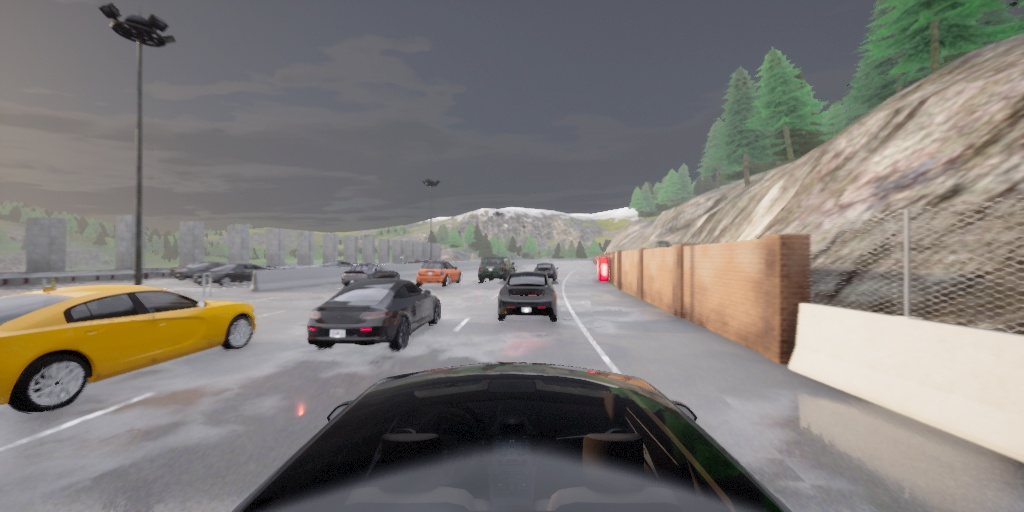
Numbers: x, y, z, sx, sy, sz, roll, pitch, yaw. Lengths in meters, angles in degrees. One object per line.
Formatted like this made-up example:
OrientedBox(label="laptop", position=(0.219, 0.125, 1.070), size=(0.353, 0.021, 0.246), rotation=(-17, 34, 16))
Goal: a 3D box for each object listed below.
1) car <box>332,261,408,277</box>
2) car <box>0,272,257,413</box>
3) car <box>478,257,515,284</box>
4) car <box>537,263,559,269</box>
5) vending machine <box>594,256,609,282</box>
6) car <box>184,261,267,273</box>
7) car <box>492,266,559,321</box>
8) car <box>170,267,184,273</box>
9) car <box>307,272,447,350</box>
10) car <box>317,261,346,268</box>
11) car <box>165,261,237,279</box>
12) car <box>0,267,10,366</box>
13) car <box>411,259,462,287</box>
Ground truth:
OrientedBox(label="car", position=(-8.917, 1.290, 23.055), size=(2.128, 1.511, 4.902), rotation=(0, 0, 7))
OrientedBox(label="car", position=(-6.758, 1.222, 6.078), size=(1.882, 1.535, 5.008), rotation=(0, 0, 1))
OrientedBox(label="car", position=(-1.109, 1.064, 28.264), size=(2.150, 2.045, 5.566), rotation=(0, 0, 9))
OrientedBox(label="car", position=(2.956, 1.369, 31.088), size=(1.837, 1.490, 4.892), rotation=(0, 0, 10))
OrientedBox(label="vending machine", position=(7.740, 1.070, 30.397), size=(1.100, 2.100, 0.880), rotation=(0, 0, 11))
OrientedBox(label="car", position=(-19.455, 1.280, 25.087), size=(1.837, 1.490, 4.892), rotation=(0, -1, 8))
OrientedBox(label="car", position=(0.586, 1.297, 12.743), size=(1.837, 1.490, 4.892), rotation=(0, 0, 4))
OrientedBox(label="car", position=(-25.754, 1.280, 30.414), size=(1.837, 1.490, 4.892), rotation=(0, -1, 9))
OrientedBox(label="car", position=(-3.154, 1.292, 9.004), size=(1.812, 1.442, 4.674), rotation=(0, 0, 3))
OrientedBox(label="car", position=(-20.270, 1.333, 41.252), size=(1.837, 1.490, 4.892), rotation=(0, 0, 12))
OrientedBox(label="car", position=(-28.818, 1.252, 33.445), size=(1.882, 1.535, 5.008), rotation=(0, 0, 10))
OrientedBox(label="car", position=(-10.285, 1.079, 4.308), size=(2.097, 1.767, 4.553), rotation=(0, 0, 1))
OrientedBox(label="car", position=(-5.055, 1.170, 25.451), size=(2.097, 1.767, 4.553), rotation=(0, 0, 8))
